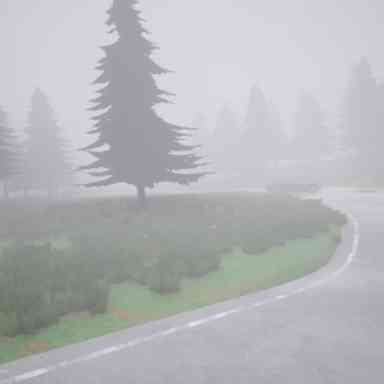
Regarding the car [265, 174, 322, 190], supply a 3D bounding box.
[{"bbox_3d":[8.283,-0.498,27.478,1.895,1.301,4.718,-7,4,-27],"label":"car"}]
